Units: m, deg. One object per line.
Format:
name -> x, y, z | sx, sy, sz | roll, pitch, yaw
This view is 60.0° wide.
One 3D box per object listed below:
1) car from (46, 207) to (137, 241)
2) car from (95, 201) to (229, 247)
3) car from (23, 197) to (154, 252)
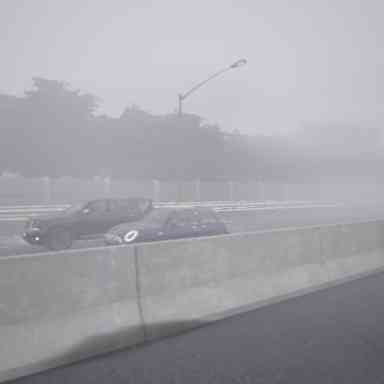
car -> -5.229, 1.569, 17.495 | 4.181, 1.385, 1.994 | 0, 0, -36
car -> -0.832, 1.355, 12.038 | 4.553, 1.767, 2.097 | 0, 0, -36
car -> -4.007, 1.226, 14.057 | 5.566, 2.045, 2.150 | 0, 0, -36
